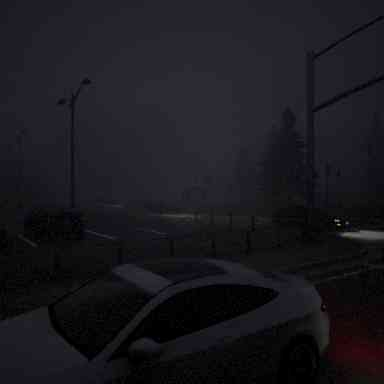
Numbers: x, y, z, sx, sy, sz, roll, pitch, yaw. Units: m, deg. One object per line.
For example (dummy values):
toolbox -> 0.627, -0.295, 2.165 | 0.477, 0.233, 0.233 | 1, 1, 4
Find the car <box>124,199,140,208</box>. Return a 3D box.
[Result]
car -> -7.968, 1.601, 47.316 | 1.895, 1.301, 4.718 | 0, 0, -36

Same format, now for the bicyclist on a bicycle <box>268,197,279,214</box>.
bicyclist on a bicycle -> 7.949, 1.301, 32.232 | 1.656, 1.620, 0.582 | 0, 0, -36

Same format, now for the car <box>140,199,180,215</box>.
car -> -3.198, 1.477, 34.753 | 1.882, 1.535, 5.008 | 0, 0, -36

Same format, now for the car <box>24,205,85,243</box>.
car -> -6.383, 1.340, 15.298 | 2.007, 1.523, 4.514 | 0, 0, -36

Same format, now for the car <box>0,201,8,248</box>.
car -> -8.895, 1.331, 13.418 | 2.152, 1.636, 5.027 | 0, 0, -36

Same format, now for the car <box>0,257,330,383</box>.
car -> -0.409, 1.526, 3.571 | 4.674, 1.442, 1.812 | 0, 0, -34

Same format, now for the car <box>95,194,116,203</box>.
car -> -12.357, 1.115, 47.328 | 1.837, 1.490, 4.892 | 0, 0, -36

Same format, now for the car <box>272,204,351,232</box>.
car -> 7.251, 1.505, 20.572 | 1.837, 1.490, 4.892 | 0, 0, -36
